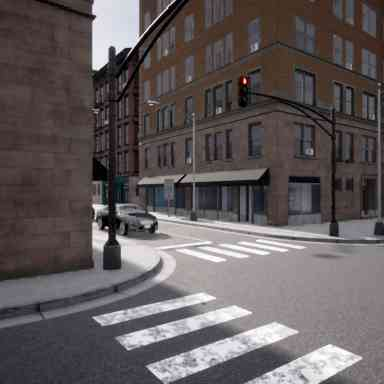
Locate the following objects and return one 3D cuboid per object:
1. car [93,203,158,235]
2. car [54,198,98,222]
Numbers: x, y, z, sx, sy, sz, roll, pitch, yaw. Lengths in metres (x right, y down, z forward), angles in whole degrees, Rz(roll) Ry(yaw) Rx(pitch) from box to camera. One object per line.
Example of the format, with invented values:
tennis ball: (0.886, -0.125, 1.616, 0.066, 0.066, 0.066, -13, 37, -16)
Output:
car: (-3.635, 1.395, 18.139, 2.128, 1.511, 4.902, 0, 0, -37)
car: (-9.126, 1.323, 25.853, 1.882, 1.535, 5.008, 0, 0, -36)
